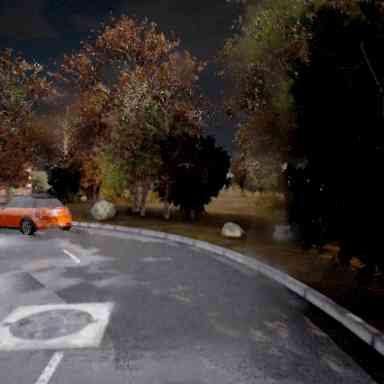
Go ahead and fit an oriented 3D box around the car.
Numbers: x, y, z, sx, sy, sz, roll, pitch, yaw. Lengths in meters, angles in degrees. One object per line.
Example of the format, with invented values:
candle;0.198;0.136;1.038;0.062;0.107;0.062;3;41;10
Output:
car;-7.923;0.981;16.017;4.553;1.767;2.097;1;1;33
